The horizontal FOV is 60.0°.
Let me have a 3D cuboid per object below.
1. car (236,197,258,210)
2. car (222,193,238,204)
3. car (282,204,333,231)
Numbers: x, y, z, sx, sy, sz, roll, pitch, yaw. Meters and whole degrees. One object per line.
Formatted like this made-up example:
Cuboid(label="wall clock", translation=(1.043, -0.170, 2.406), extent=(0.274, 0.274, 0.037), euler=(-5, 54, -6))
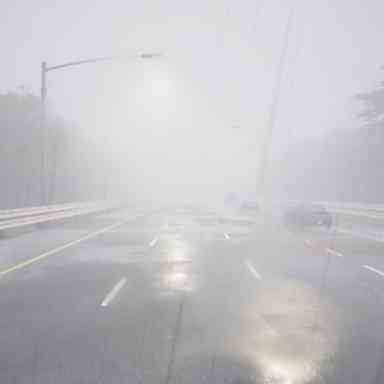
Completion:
Cuboid(label="car", translation=(7.109, 1.561, 42.138), extent=(1.994, 1.385, 4.181), euler=(0, 0, 0))
Cuboid(label="car", translation=(7.216, 1.199, 61.180), extent=(2.150, 2.045, 5.566), euler=(0, 0, 0))
Cuboid(label="car", translation=(7.029, 1.494, 20.705), extent=(2.128, 1.511, 4.902), euler=(0, 0, 0))
